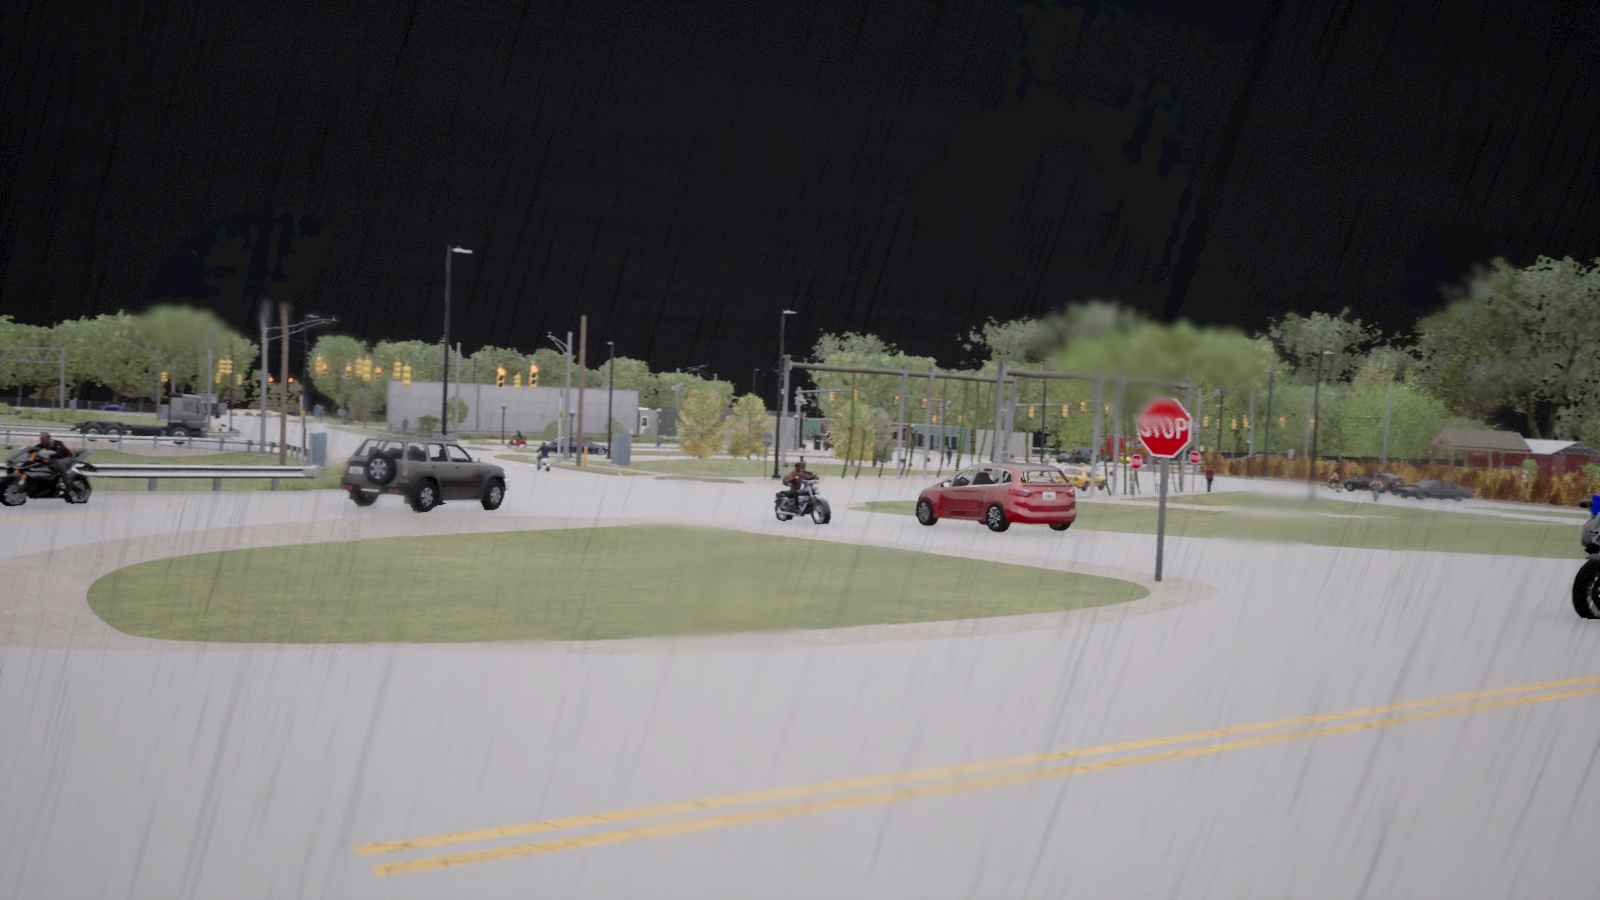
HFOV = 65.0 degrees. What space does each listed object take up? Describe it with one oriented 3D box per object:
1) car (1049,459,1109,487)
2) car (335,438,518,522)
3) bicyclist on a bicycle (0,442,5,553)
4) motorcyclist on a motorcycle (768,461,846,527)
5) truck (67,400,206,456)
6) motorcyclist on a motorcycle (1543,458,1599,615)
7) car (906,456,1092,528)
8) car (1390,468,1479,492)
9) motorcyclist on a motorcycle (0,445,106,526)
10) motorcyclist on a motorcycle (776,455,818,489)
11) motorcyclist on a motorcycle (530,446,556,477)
[{"bbox_3d":[17.826,1.435,80.112,1.801,1.575,5.366,3,2,34],"label":"car"},{"bbox_3d":[-9.189,0.734,31.321,1.932,1.855,4.605,3,0,20],"label":"car"},{"bbox_3d":[-11.879,0.669,17.434,0.866,1.612,1.509,2,0,-10],"label":"bicyclist on a bicycle"},{"bbox_3d":[0.155,1.134,32.957,0.766,1.649,2.350,-1,1,-37],"label":"motorcyclist on a motorcycle"},{"bbox_3d":[-43.813,-1.424,83.104,7.936,3.462,2.891,1,1,-29],"label":"truck"},{"bbox_3d":[8.864,0.852,12.829,2.191,1.530,0.866,0,1,-13],"label":"motorcyclist on a motorcycle"},{"bbox_3d":[4.929,0.996,31.773,2.242,1.667,4.611,0,-1,-29],"label":"car"},{"bbox_3d":[43.373,2.033,85.909,5.357,1.411,2.033,1,1,-14],"label":"car"},{"bbox_3d":[-15.323,0.692,25.444,0.866,1.530,2.191,2,0,16],"label":"motorcyclist on a motorcycle"},{"bbox_3d":[-0.136,1.078,62.759,0.766,1.649,2.350,3,2,36],"label":"motorcyclist on a motorcycle"},{"bbox_3d":[-13.870,0.599,67.729,0.866,1.590,1.817,0,1,-30],"label":"motorcyclist on a motorcycle"}]
